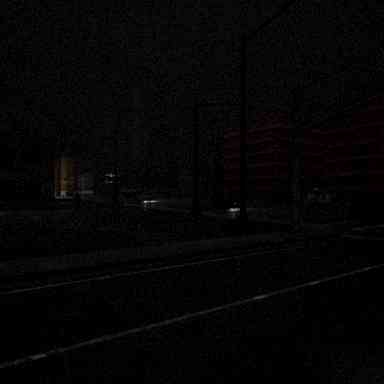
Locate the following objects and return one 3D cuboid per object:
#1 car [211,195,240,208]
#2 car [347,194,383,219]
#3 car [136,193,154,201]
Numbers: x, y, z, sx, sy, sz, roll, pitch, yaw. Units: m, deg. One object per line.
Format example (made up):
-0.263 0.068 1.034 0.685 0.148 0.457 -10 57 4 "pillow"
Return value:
4.305 1.211 41.774 1.837 1.490 4.892 0 1 -34 "car"
15.166 1.166 26.207 2.150 2.045 5.566 0 0 -37 "car"
-8.628 0.827 60.740 1.812 1.442 4.674 0 1 -34 "car"
